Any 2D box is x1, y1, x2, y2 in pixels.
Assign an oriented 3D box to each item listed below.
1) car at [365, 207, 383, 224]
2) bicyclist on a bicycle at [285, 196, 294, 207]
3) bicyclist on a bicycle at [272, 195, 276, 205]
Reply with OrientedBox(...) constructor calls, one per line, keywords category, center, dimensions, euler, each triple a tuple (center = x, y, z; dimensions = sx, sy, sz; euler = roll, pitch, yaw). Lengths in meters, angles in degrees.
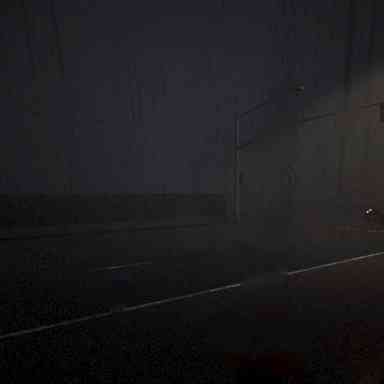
OrientedBox(category="car", center=(14.305, 1.352, 22.547), dimensions=(2.097, 1.767, 4.553), euler=(0, 0, -38))
OrientedBox(category="bicyclist on a bicycle", center=(14.481, 1.453, 49.530), dimensions=(1.656, 1.620, 0.582), euler=(0, 0, -23))
OrientedBox(category="bicyclist on a bicycle", center=(13.481, 1.300, 54.438), dimensions=(0.582, 1.620, 1.656), euler=(0, 0, 21))
